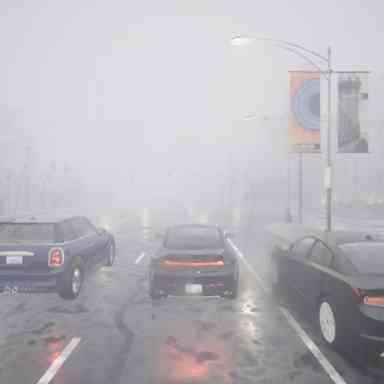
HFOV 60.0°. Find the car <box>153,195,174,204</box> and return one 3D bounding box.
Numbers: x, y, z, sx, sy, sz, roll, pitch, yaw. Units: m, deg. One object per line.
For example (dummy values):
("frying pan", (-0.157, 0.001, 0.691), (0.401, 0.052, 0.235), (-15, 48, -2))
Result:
("car", (-5.050, 1.344, 63.494), (2.097, 1.767, 4.553), (0, 0, 17))

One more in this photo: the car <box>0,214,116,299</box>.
("car", (-3.450, 1.351, 8.625), (2.097, 1.767, 4.553), (0, 0, 0))

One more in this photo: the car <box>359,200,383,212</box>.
("car", (21.506, 1.559, 37.038), (4.181, 1.385, 1.994), (0, 0, -1))

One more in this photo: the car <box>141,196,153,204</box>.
("car", (-8.108, 1.538, 65.987), (2.033, 1.411, 5.357), (0, 0, 19))

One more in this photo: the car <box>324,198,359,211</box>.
("car", (18.600, 1.486, 40.524), (4.902, 1.511, 2.128), (0, 0, 0))

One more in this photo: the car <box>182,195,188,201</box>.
("car", (-0.457, 1.344, 80.058), (2.097, 1.767, 4.553), (0, 0, 36))

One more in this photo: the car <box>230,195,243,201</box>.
("car", (13.476, 1.528, 87.942), (5.357, 1.411, 2.033), (0, 0, -37))

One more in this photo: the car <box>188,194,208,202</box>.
("car", (1.857, 1.345, 77.346), (2.097, 1.767, 4.553), (0, 0, 36))

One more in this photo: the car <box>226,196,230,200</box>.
("car", (11.387, 1.540, 90.749), (4.181, 1.385, 1.994), (0, 0, -37))

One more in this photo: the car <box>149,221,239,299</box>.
("car", (0.049, 1.504, 8.443), (1.837, 1.490, 4.892), (0, 0, 0))

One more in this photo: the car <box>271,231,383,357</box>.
("car", (2.892, 1.479, 6.284), (2.097, 1.535, 5.008), (0, 0, 0))
